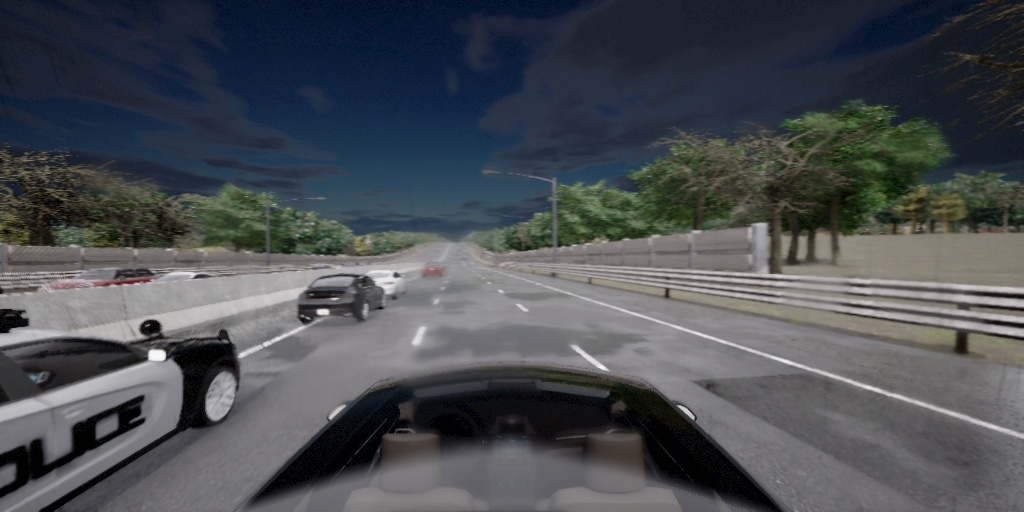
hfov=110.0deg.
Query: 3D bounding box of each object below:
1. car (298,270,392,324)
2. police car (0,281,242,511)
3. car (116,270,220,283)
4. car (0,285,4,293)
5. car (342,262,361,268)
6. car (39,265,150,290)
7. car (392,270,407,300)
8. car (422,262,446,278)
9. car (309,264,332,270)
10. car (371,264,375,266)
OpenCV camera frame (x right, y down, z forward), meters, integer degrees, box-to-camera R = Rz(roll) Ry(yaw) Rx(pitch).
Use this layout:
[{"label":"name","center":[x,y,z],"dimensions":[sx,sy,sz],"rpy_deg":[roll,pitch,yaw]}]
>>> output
[{"label":"car","center":[-5.688,1.354,12.509],"dimensions":[1.837,1.490,4.892],"rpy_deg":[-1,0,-9]},{"label":"police car","center":[-4.203,1.220,2.724],"dimensions":[1.930,1.638,5.238],"rpy_deg":[-1,0,-9]},{"label":"car","center":[-16.110,1.504,17.622],"dimensions":[1.812,1.442,4.674],"rpy_deg":[-1,0,-8]},{"label":"car","center":[-22.534,1.507,13.289],"dimensions":[2.128,1.511,4.902],"rpy_deg":[-1,0,-8]},{"label":"car","center":[-25.622,1.784,57.372],"dimensions":[2.097,1.767,4.553],"rpy_deg":[-1,-1,-8]},{"label":"car","center":[-19.610,1.362,17.358],"dimensions":[2.097,1.767,4.553],"rpy_deg":[-1,0,-8]},{"label":"car","center":[-6.589,1.417,18.447],"dimensions":[1.812,1.442,4.674],"rpy_deg":[-1,0,-9]},{"label":"car","center":[-8.799,1.436,40.158],"dimensions":[2.097,1.767,4.553],"rpy_deg":[-1,-1,-8]},{"label":"car","center":[-28.595,1.969,53.717],"dimensions":[2.033,1.411,5.357],"rpy_deg":[-1,-1,-8]},{"label":"car","center":[-22.141,1.949,57.836],"dimensions":[2.033,1.411,5.357],"rpy_deg":[-1,-1,-8]}]
